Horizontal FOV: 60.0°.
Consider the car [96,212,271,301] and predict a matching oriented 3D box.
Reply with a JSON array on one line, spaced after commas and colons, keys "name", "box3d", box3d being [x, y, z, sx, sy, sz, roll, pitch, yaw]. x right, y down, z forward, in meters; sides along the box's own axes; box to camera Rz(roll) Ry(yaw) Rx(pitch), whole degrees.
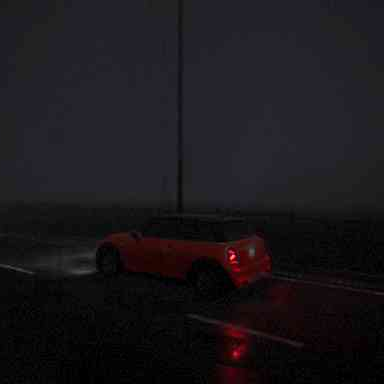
[{"name": "car", "box3d": [-0.403, 1.344, 8.576, 4.553, 1.767, 2.097, 0, 0, 35]}]
